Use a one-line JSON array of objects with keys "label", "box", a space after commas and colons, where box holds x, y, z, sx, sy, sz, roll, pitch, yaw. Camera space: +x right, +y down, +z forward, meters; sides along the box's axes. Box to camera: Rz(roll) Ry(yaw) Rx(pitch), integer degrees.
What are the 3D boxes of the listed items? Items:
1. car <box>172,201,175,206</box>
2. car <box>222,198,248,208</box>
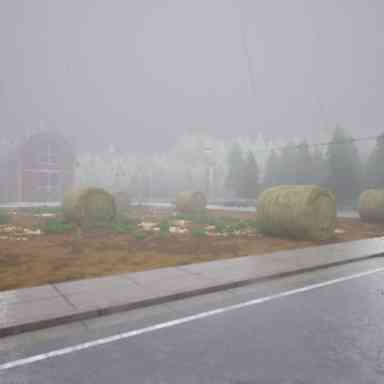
[{"label": "car", "box": [-1.704, 1.954, 61.012, 1.895, 1.301, 4.718, 1, 0, -38]}, {"label": "car", "box": [7.113, 1.743, 55.494, 2.097, 1.767, 4.553, 1, 0, -38]}]
